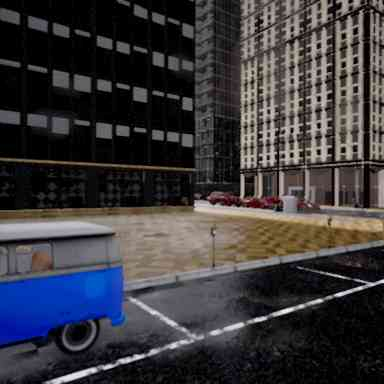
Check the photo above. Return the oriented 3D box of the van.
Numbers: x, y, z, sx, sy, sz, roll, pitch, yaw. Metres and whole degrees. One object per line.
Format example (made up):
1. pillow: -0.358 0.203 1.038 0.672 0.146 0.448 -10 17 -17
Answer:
1. van: -2.911 1.342 4.484 3.998 1.788 1.690 1 0 -35

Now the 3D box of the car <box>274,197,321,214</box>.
1. car: 10.713 1.283 33.150 1.967 1.590 4.097 2 0 -36

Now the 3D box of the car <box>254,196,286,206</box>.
1. car: 10.998 1.261 47.143 1.802 1.307 4.206 2 0 -36

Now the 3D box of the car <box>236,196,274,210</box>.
1. car: 7.464 1.318 37.683 1.802 1.307 4.206 2 0 -36

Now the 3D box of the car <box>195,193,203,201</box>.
1. car: 1.263 0.923 60.749 1.947 1.339 4.313 2 0 -36

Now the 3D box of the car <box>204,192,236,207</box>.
1. car: 4.229 0.944 42.216 2.192 1.841 5.009 2 0 -36
